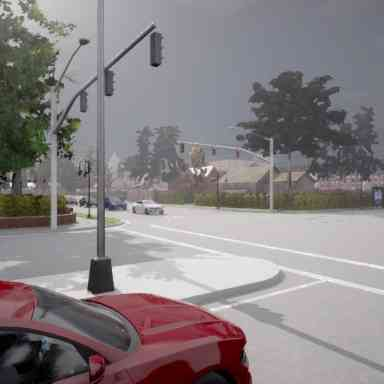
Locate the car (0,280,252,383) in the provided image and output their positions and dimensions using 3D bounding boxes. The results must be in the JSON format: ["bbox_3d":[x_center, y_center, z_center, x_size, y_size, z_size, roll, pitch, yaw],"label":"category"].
[{"bbox_3d":[-1.717,1.478,2.544,5.008,1.535,1.882,0,0,-35],"label":"car"}]

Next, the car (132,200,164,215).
[{"bbox_3d":[-4.647,1.526,34.364,1.812,1.442,4.674,0,0,-35],"label":"car"}]

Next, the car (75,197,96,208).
[{"bbox_3d":[-15.248,1.505,49.021,1.837,1.490,4.892,0,0,-36],"label":"car"}]

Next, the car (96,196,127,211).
[{"bbox_3d":[-9.855,1.352,41.567,2.097,1.767,4.553,0,0,-36],"label":"car"}]

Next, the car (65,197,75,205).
[{"bbox_3d":[-21.047,1.564,57.083,1.994,1.385,4.181,0,0,-34],"label":"car"}]
